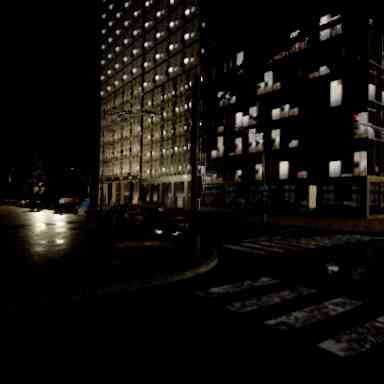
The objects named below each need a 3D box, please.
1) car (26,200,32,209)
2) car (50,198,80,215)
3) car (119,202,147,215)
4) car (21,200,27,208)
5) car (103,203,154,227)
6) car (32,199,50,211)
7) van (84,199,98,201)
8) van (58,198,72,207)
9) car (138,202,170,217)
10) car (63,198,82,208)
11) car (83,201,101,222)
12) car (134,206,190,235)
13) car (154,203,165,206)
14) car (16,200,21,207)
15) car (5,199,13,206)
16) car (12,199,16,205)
[{"bbox_3d":[-24.332,2.111,52.476,1.947,1.339,4.313,1,-1,-35],"label":"car"},{"bbox_3d":[-14.569,1.820,38.500,1.967,1.590,4.097,1,-1,-35],"label":"car"},{"bbox_3d":[-7.797,2.121,43.432,1.752,1.417,4.829,1,-1,-35],"label":"car"},{"bbox_3d":[-27.586,2.145,57.137,1.887,1.381,4.507,1,-1,-35],"label":"car"},{"bbox_3d":[-4.807,1.655,24.521,1.967,1.590,4.097,1,-1,-35],"label":"car"},{"bbox_3d":[-21.078,2.041,47.817,2.008,1.369,4.403,1,-1,-35],"label":"car"},{"bbox_3d":[-17.460,2.101,57.275,1.690,1.788,3.998,1,-1,-35],"label":"van"},{"bbox_3d":[-27.222,2.266,71.254,1.690,1.788,3.998,1,-1,-35],"label":"van"},{"bbox_3d":[-4.445,1.979,38.635,1.967,1.590,4.097,1,-1,-35],"label":"car"},{"bbox_3d":[-23.968,2.185,66.595,2.192,1.841,5.009,1,-1,-35],"label":"car"},{"bbox_3d":[-7.965,1.793,29.040,1.752,1.417,4.829,1,-1,-35],"label":"car"},{"bbox_3d":[-1.555,1.741,19.859,1.802,1.307,4.206,1,-1,-35],"label":"car"},{"bbox_3d":[-3.197,1.842,26.920,2.033,1.411,5.357,2,-2,-35],"label":"car"},{"bbox_3d":[-30.840,2.207,61.796,2.008,1.369,4.403,1,-1,-35],"label":"car"},{"bbox_3d":[-40.602,2.372,75.775,2.008,1.369,4.403,1,-1,-35],"label":"car"},{"bbox_3d":[-34.094,2.293,66.455,1.802,1.307,4.206,1,-1,-35],"label":"car"}]
